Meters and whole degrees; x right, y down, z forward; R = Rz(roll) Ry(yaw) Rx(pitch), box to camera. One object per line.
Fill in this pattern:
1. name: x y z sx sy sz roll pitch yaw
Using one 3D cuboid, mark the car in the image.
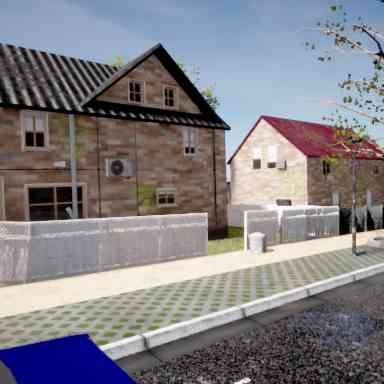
1. car: -2.356 1.602 1.249 4.718 1.301 1.895 0 0 -38
